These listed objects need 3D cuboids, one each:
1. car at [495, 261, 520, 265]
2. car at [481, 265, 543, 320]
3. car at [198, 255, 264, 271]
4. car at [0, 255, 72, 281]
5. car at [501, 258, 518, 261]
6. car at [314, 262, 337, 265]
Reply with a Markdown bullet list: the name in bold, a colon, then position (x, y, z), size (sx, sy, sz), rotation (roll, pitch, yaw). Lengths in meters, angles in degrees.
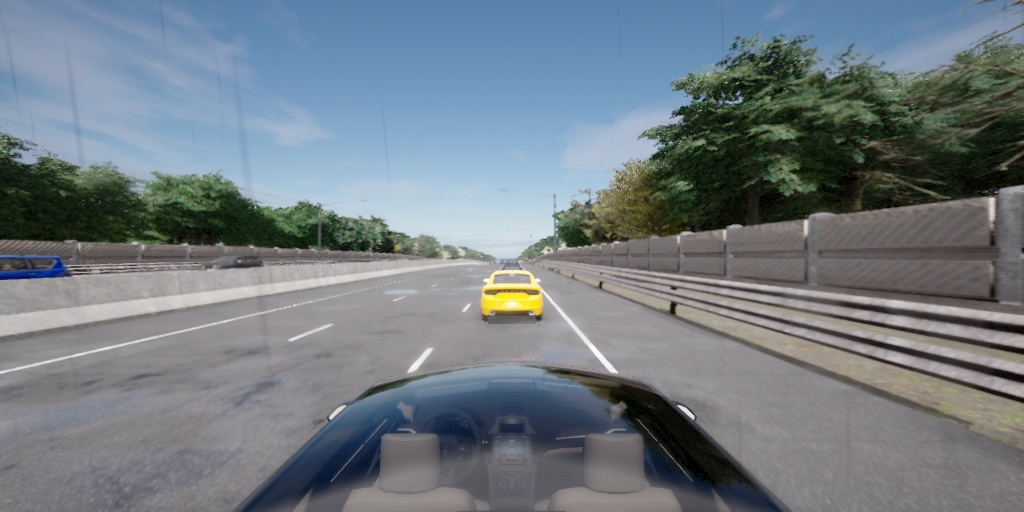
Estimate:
- **car**: position (0.008, 1.305, 26.266), size (1.994, 1.385, 4.181), rotation (0, 0, 0)
- **car**: position (0.003, 1.234, 12.704), size (1.882, 1.535, 5.008), rotation (0, 0, 0)
- **car**: position (-24.515, 0.955, 31.673), size (2.150, 2.045, 5.566), rotation (0, 0, 0)
- **car**: position (-21.094, 0.967, 13.946), size (2.150, 2.045, 5.566), rotation (0, 0, 0)
- **car**: position (0.016, 1.079, 48.406), size (2.097, 1.767, 4.553), rotation (0, 0, 0)
- **car**: position (-17.498, 1.279, 33.562), size (2.033, 1.411, 5.357), rotation (0, 0, 0)
